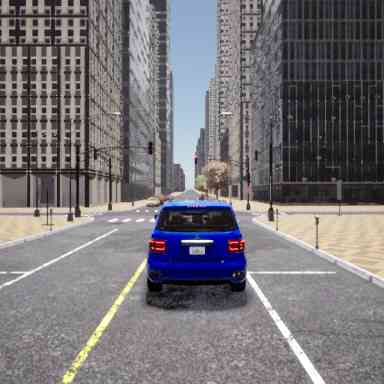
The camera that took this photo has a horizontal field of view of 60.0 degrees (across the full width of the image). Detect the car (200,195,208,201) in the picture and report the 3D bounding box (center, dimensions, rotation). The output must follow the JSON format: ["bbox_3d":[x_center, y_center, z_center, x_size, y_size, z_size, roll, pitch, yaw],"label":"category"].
[{"bbox_3d":[2.715,1.415,78.786,1.752,1.417,4.829,0,0,0],"label":"car"}]

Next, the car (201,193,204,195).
[{"bbox_3d":[2.714,1.221,72.941,2.192,1.841,5.009,0,0,0],"label":"car"}]

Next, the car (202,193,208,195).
[{"bbox_3d":[2.837,1.398,50.240,1.967,1.590,4.097,0,0,0],"label":"car"}]

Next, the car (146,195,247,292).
[{"bbox_3d":[0.101,1.220,9.071,2.150,2.045,5.566,0,0,0],"label":"car"}]

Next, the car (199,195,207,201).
[{"bbox_3d":[2.716,1.419,84.291,1.887,1.381,4.507,0,0,0],"label":"car"}]

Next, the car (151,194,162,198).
[{"bbox_3d":[-5.803,1.483,50.073,1.752,1.417,4.829,0,0,0],"label":"car"}]

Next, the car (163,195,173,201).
[{"bbox_3d":[-5.666,1.435,78.623,1.887,1.381,4.507,0,0,0],"label":"car"}]

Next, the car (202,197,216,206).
[{"bbox_3d":[2.807,1.497,55.919,2.008,1.369,4.403,0,0,0],"label":"car"}]

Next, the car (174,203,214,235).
[{"bbox_3d":[0.101,1.485,19.800,2.128,1.511,4.902,0,0,0],"label":"car"}]

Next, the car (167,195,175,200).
[{"bbox_3d":[-5.663,1.407,89.974,2.008,1.369,4.403,0,0,0],"label":"car"}]

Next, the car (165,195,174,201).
[{"bbox_3d":[-5.665,1.425,84.299,2.008,1.369,4.403,0,0,0],"label":"car"}]
